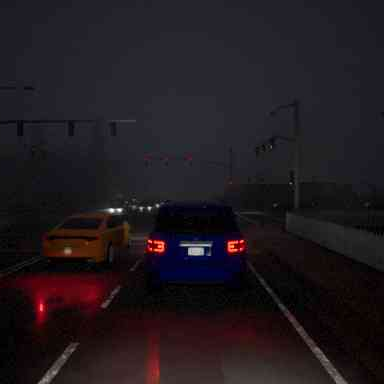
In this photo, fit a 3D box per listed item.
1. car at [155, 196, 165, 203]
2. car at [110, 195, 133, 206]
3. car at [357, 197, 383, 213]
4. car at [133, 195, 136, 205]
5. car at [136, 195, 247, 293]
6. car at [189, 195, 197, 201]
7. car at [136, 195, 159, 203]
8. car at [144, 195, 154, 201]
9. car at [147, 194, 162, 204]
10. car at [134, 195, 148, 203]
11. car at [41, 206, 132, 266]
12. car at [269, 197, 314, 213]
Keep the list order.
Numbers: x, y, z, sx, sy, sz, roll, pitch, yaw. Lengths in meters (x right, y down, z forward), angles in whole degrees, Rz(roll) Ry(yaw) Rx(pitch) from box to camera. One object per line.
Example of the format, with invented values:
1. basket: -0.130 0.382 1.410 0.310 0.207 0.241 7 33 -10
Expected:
1. car: -6.822 1.520 71.685 1.812 1.442 4.674 0 0 0
2. car: -10.477 1.489 48.207 2.128 1.511 4.902 0 0 0
3. car: 20.518 1.350 36.268 4.553 1.767 2.097 0 0 -1
4. car: -10.436 1.349 57.419 2.097 1.767 4.553 0 0 0
5. car: 0.085 1.221 8.996 2.150 2.045 5.566 0 0 0
6. car: 0.221 1.535 88.985 2.033 1.411 5.357 0 0 0
7. car: -6.966 1.544 52.205 2.033 1.411 5.357 0 0 0
8. car: -10.300 1.511 80.692 1.812 1.442 4.674 0 0 0
9. car: -6.911 1.348 61.686 2.097 1.767 4.553 0 0 0
10. car: -10.342 1.474 67.713 1.882 1.535 5.008 0 0 1
11. car: -3.395 1.477 11.619 1.882 1.535 5.008 0 0 0
12. car: 10.736 1.350 36.049 4.553 1.767 2.097 0 0 -1
